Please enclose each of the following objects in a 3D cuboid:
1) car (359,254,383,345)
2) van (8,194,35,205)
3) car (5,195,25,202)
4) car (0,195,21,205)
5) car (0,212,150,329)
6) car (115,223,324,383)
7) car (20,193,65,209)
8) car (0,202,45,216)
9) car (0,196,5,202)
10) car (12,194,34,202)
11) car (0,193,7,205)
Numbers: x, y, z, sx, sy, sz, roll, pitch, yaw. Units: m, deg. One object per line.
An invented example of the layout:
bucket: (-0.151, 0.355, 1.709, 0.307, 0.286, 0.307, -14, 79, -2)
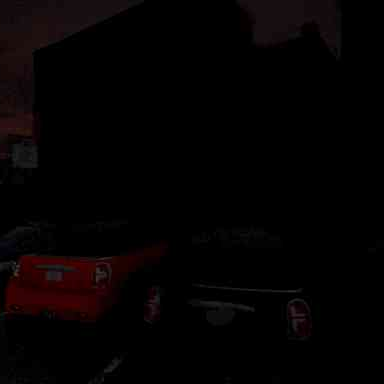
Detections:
car: (3.312, 1.515, 3.749, 2.163, 1.488, 4.792, 1, -1, 16)
van: (-32.384, 1.339, 63.147, 4.442, 1.987, 1.878, -1, 0, 14)
car: (-25.062, 1.565, 43.523, 4.792, 1.488, 2.163, 1, 1, 14)
car: (-33.988, 1.437, 60.631, 4.553, 1.767, 2.185, -1, -1, 14)
car: (-1.583, 1.361, 7.245, 2.185, 1.767, 4.553, 0, -1, 16)
car: (0.858, 1.360, 5.499, 2.185, 1.767, 4.553, 0, -1, 16)
car: (-21.752, 1.287, 48.439, 5.566, 2.045, 2.435, 1, 1, 14)
car: (-6.440, 1.366, 10.797, 2.185, 1.767, 4.553, 0, -1, 15)
car: (-26.658, 1.283, 41.081, 5.566, 2.045, 2.435, 1, 0, 14)
car: (-23.407, 1.285, 45.986, 5.566, 2.045, 2.435, 1, 1, 14)
car: (-35.620, 1.309, 58.116, 5.566, 2.045, 2.435, -1, -1, 14)
